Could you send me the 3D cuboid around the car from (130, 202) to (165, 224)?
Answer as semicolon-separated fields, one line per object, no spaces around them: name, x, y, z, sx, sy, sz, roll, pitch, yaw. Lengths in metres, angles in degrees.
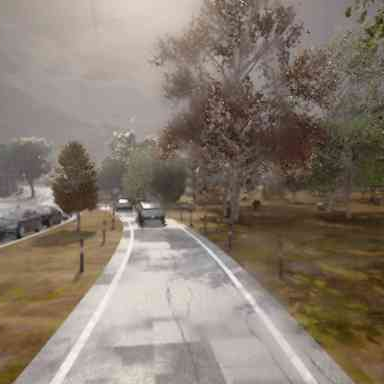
car;-3.166;1.477;24.565;2.128;1.511;4.902;-1;0;-13

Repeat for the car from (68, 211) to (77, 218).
car;-12.295;1.839;31.114;2.002;1.452;4.674;0;0;-11

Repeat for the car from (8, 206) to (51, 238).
car;-10.237;1.749;19.351;2.231;1.521;4.892;0;-1;-7

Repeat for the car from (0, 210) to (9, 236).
car;-9.535;1.727;13.063;2.097;1.535;5.008;0;0;-5

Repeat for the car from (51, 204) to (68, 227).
car;-11.127;1.783;24.991;2.097;1.535;5.008;0;-1;-9

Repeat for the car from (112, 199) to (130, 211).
car;-8.776;1.577;41.534;1.994;1.385;4.181;-1;0;-22
